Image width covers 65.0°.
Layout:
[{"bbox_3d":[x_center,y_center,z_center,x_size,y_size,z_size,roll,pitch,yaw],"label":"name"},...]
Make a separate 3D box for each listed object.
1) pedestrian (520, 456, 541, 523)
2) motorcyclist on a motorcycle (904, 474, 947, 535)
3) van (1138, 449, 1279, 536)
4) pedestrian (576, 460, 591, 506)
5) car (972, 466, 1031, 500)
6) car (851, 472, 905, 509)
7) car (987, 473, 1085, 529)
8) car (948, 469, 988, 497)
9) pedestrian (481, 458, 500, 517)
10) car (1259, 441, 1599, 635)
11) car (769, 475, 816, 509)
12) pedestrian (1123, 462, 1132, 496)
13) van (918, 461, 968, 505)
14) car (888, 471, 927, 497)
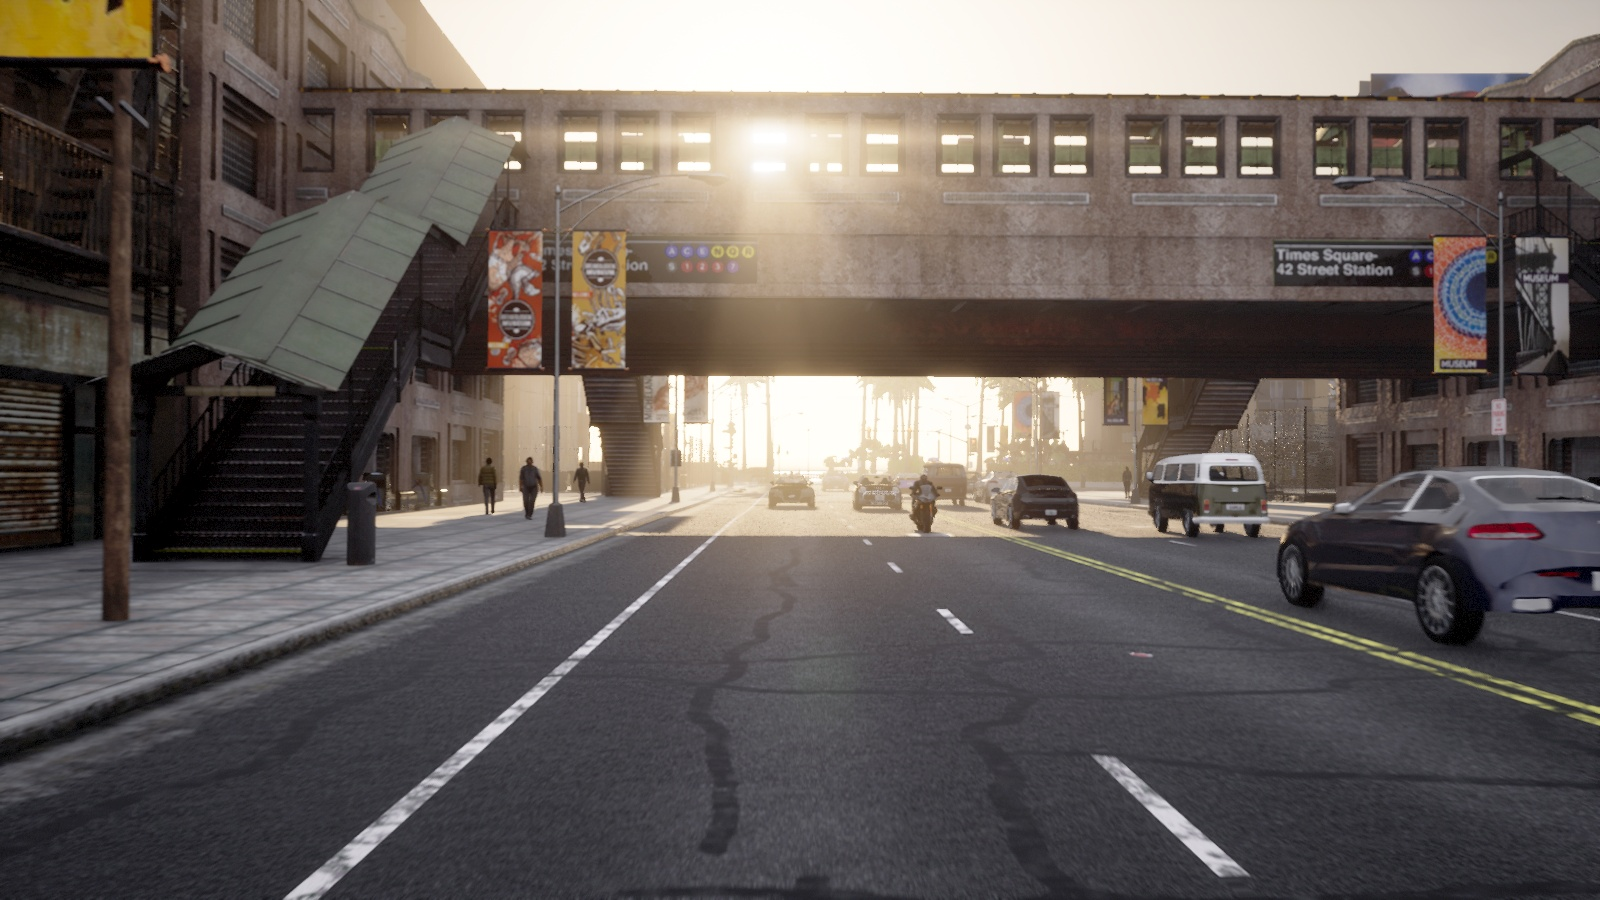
[{"bbox_3d":[-7.538,1.097,35.163,0.540,1.848,0.694,0,-1,-10],"label":"pedestrian"},{"bbox_3d":[3.222,1.388,32.528,0.866,1.530,2.191,0,-1,0],"label":"motorcyclist on a motorcycle"},{"bbox_3d":[10.229,1.037,31.858,2.069,2.038,4.480,0,-1,-1],"label":"van"},{"bbox_3d":[-9.256,1.417,53.647,0.423,1.949,0.788,0,-1,9],"label":"pedestrian"},{"bbox_3d":[10.116,1.626,63.383,2.152,1.651,5.027,0,-1,0],"label":"car"},{"bbox_3d":[3.188,1.646,51.868,1.970,1.475,3.806,0,-1,0],"label":"car"},{"bbox_3d":[6.695,1.404,36.092,1.837,1.490,4.892,0,-1,-1],"label":"car"},{"bbox_3d":[9.932,1.935,74.490,1.851,1.617,3.988,0,-1,0],"label":"car"},{"bbox_3d":[-9.721,1.178,39.467,0.431,1.840,0.709,0,-1,-1],"label":"pedestrian"},{"bbox_3d":[6.877,0.791,13.264,2.152,1.651,5.027,0,-1,-1],"label":"car"},{"bbox_3d":[-0.324,1.811,54.996,1.994,1.385,4.181,0,-1,0],"label":"car"},{"bbox_3d":[17.489,1.536,66.981,0.328,1.805,0.869,0,-1,6],"label":"pedestrian"},{"bbox_3d":[6.652,1.535,58.685,1.775,1.987,4.442,0,-1,0],"label":"van"},{"bbox_3d":[6.496,2.027,76.271,2.007,1.525,4.514,0,-1,0],"label":"car"}]
